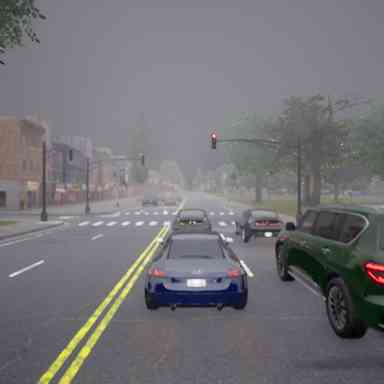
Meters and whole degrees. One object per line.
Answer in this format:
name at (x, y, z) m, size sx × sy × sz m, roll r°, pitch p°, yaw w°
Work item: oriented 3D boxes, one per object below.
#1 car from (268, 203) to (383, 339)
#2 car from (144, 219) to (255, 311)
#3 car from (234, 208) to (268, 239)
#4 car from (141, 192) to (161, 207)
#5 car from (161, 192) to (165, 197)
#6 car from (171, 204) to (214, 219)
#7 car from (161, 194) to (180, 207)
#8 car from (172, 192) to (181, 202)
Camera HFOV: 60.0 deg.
car at (3.315, 1.231, 6.714) m, size 2.150 × 2.045 × 5.566 m, roll 0°, pitch 0°, yaw 0°
car at (0.067, 1.579, 7.861) m, size 1.994 × 1.385 × 4.181 m, roll 0°, pitch 0°, yaw 0°
car at (3.266, 1.572, 16.576) m, size 1.837 × 1.490 × 4.892 m, roll 0°, pitch 0°, yaw 0°
car at (-6.679, 1.244, 53.195) m, size 2.150 × 2.045 × 5.566 m, roll 0°, pitch 1°, yaw 0°
car at (-6.619, 1.098, 69.099) m, size 2.150 × 2.045 × 5.566 m, roll 0°, pitch 1°, yaw 0°
car at (0.013, 1.573, 16.749) m, size 1.837 × 1.490 × 4.892 m, roll 0°, pitch 0°, yaw 1°
car at (-3.428, 1.524, 53.435) m, size 1.837 × 1.490 × 4.892 m, roll 0°, pitch 1°, yaw 0°
car at (-3.369, 1.098, 69.116) m, size 2.150 × 2.045 × 5.566 m, roll 0°, pitch 1°, yaw 0°
